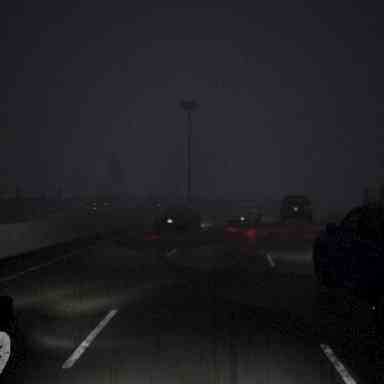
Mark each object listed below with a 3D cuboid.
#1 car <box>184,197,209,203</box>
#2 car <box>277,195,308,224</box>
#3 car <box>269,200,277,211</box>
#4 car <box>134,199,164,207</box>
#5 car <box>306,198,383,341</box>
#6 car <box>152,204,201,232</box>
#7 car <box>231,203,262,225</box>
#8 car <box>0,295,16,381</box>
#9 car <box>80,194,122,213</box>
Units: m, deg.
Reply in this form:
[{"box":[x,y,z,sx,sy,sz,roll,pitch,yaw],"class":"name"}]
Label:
[{"box":[0.613,1.437,44.170,2.097,1.767,4.553,0,0,28],"class":"car"},{"box":[7.760,1.241,24.792,2.150,2.045,5.566,0,0,18],"class":"car"},{"box":[11.062,1.611,41.222,2.033,1.411,5.357,0,0,29],"class":"car"},{"box":[-5.160,1.559,40.235,2.128,1.511,4.902,0,0,24],"class":"car"},{"box":[3.996,1.228,6.198,2.150,2.045,5.566,0,0,5],"class":"car"},{"box":[-0.739,1.572,20.118,1.994,1.385,4.181,0,0,13],"class":"car"},{"box":[3.985,1.543,24.244,1.812,1.442,4.674,0,0,16],"class":"car"},{"box":[-3.207,1.468,2.224,1.882,1.535,5.008,0,0,2],"class":"car"},{"box":[-10.132,1.276,37.492,2.150,2.045,5.566,0,0,21],"class":"car"}]
